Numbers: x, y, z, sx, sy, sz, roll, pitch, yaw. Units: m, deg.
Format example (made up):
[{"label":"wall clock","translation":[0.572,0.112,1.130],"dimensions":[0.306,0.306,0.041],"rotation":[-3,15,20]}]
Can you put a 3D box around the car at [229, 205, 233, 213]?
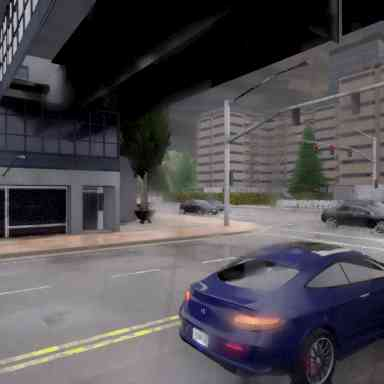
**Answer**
[{"label":"car","translation":[2.441,1.563,35.781],"dimensions":[1.994,1.385,4.181],"rotation":[0,0,-36]}]

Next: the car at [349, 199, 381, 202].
[{"label":"car","translation":[12.164,1.351,22.458],"dimensions":[2.097,1.767,4.553],"rotation":[0,0,-36]}]

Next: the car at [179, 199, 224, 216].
[{"label":"car","translation":[0.612,1.506,32.338],"dimensions":[1.837,1.490,4.892],"rotation":[0,0,-36]}]

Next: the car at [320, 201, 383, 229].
[{"label":"car","translation":[10.001,1.490,19.488],"dimensions":[2.128,1.511,4.902],"rotation":[0,0,-36]}]

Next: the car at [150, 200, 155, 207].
[{"label":"car","translation":[-7.374,1.351,49.397],"dimensions":[2.097,1.767,4.553],"rotation":[0,0,-36]}]

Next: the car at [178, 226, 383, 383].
[{"label":"car","translation":[1.980,1.526,5.210],"dimensions":[4.674,1.442,1.812],"rotation":[0,0,-35]}]

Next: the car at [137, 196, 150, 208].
[{"label":"car","translation":[-7.926,1.478,44.172],"dimensions":[1.882,1.535,5.008],"rotation":[0,1,-36]}]
